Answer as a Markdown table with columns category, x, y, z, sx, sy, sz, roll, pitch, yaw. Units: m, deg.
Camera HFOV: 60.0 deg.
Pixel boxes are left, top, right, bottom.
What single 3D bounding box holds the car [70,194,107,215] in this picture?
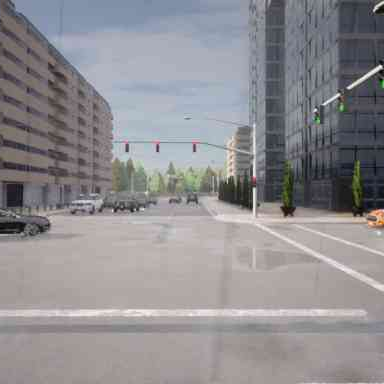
| category | x | y | z | sx | sy | sz | roll | pitch | yaw |
| --- | --- | --- | --- | --- | --- | --- | --- | --- | --- |
| car | -10.928 | 1.221 | 34.940 | 2.150 | 2.045 | 5.566 | 0 | 0 | -1 |

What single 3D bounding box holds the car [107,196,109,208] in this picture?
| category | x | y | z | sx | sy | sz | roll | pitch | yaw |
| --- | --- | --- | --- | --- | --- | --- | --- | --- | --- |
| car | -10.867 | 1.352 | 44.784 | 2.097 | 1.767 | 4.553 | 0 | 0 | 1 |

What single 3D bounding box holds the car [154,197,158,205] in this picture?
| category | x | y | z | sx | sy | sz | roll | pitch | yaw |
| --- | --- | --- | --- | --- | --- | --- | --- | --- | --- |
| car | -7.187 | 1.564 | 58.379 | 1.994 | 1.385 | 4.181 | 0 | 0 | 1 |

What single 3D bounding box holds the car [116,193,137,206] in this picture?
| category | x | y | z | sx | sy | sz | roll | pitch | yaw |
| --- | --- | --- | --- | --- | --- | --- | --- | --- | --- |
| car | -10.736 | 1.221 | 54.985 | 2.150 | 2.045 | 5.566 | 0 | 0 | 1 |

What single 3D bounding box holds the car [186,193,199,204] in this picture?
| category | x | y | z | sx | sy | sz | roll | pitch | yaw |
| --- | --- | --- | --- | --- | --- | --- | --- | --- | --- |
| car | 0.062 | 1.221 | 63.825 | 2.150 | 2.045 | 5.566 | 0 | 0 | 1 |

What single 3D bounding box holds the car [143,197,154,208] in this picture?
| category | x | y | z | sx | sy | sz | roll | pitch | yaw |
| --- | --- | --- | --- | --- | --- | --- | --- | --- | --- |
| car | -7.325 | 1.547 | 48.359 | 2.033 | 1.411 | 5.357 | 0 | 0 | 1 |

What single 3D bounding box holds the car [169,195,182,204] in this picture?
| category | x | y | z | sx | sy | sz | roll | pitch | yaw |
| --- | --- | --- | --- | --- | --- | --- | --- | --- | --- |
| car | -3.432 | 1.526 | 64.244 | 1.812 | 1.442 | 4.674 | 0 | 0 | 1 |

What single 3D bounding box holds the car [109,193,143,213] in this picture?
| category | x | y | z | sx | sy | sz | roll | pitch | yaw |
| --- | --- | --- | --- | --- | --- | --- | --- | --- | --- |
| car | -7.419 | 1.221 | 38.114 | 2.150 | 2.045 | 5.566 | 0 | 0 | 1 |

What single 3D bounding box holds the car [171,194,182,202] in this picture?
| category | x | y | z | sx | sy | sz | roll | pitch | yaw |
| --- | --- | --- | --- | --- | --- | --- | --- | --- | --- |
| car | -3.410 | 1.355 | 74.261 | 2.097 | 1.767 | 4.553 | 0 | 0 | 1 |

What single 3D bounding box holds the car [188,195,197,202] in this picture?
| category | x | y | z | sx | sy | sz | roll | pitch | yaw |
| --- | --- | --- | --- | --- | --- | --- | --- | --- | --- |
| car | 0.098 | 1.500 | 74.538 | 1.837 | 1.490 | 4.892 | 0 | 0 | 1 |

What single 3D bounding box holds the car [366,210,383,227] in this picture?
| category | x | y | z | sx | sy | sz | roll | pitch | yaw |
| --- | --- | --- | --- | --- | --- | --- | --- | --- | --- |
| car | 13.579 | 1.407 | 21.101 | 4.553 | 1.767 | 2.097 | 0 | 0 | 0 |

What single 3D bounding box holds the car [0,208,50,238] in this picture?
| category | x | y | z | sx | sy | sz | roll | pitch | yaw |
| --- | --- | --- | --- | --- | --- | --- | --- | --- | --- |
| car | -9.702 | 1.518 | 16.504 | 4.902 | 1.511 | 2.128 | 0 | 0 | -31 |
